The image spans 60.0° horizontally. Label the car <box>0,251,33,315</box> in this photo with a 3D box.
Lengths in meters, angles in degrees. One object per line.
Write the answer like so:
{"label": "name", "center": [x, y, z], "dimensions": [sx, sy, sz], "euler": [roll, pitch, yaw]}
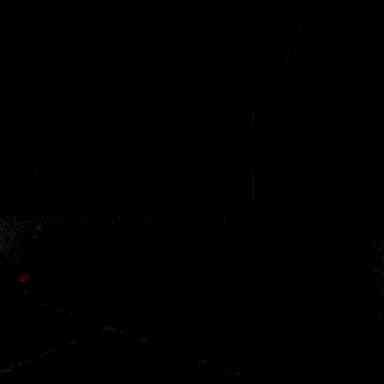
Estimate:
{"label": "car", "center": [-4.642, 1.553, 6.278], "dimensions": [4.206, 1.307, 1.802], "euler": [0, 0, 36]}
